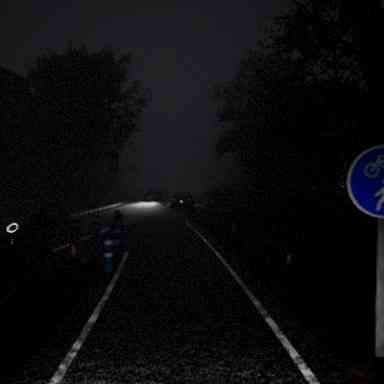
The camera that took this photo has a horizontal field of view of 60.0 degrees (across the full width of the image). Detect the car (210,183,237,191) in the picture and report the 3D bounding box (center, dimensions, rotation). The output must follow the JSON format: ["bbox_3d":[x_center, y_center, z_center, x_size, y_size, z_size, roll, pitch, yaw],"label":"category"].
[{"bbox_3d":[7.805,-1.061,78.573,5.566,2.045,2.435,1,0,-17],"label":"car"}]

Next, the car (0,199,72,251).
[{"bbox_3d":[-6.674,1.140,13.219,2.097,1.767,4.553,0,2,6],"label":"car"}]

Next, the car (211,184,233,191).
[{"bbox_3d":[8.425,-1.235,93.354,5.566,2.045,2.435,1,1,-18],"label":"car"}]

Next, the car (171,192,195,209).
[{"bbox_3d":[-0.767,0.709,30.090,1.994,1.385,4.181,0,2,4],"label":"car"}]

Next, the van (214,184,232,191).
[{"bbox_3d":[8.380,-1.172,90.428,4.442,1.987,1.878,1,0,-18],"label":"van"}]

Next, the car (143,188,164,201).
[{"bbox_3d":[-4.546,0.281,39.742,2.128,1.511,4.902,0,2,4],"label":"car"}]

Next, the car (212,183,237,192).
[{"bbox_3d":[7.880,-1.095,81.501,5.566,2.045,2.435,1,1,-18],"label":"car"}]
